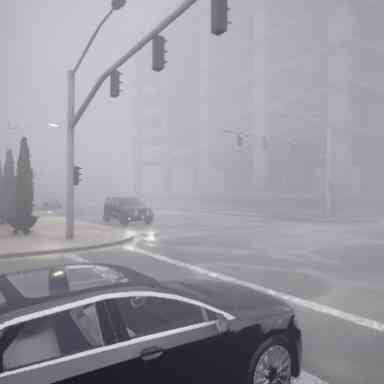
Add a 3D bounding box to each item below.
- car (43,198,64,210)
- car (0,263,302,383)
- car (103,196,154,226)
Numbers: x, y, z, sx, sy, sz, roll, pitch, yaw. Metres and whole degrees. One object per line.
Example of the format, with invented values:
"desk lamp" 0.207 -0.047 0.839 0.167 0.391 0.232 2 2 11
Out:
"car" -18.821 1.622 44.990 1.837 1.490 4.892 1 0 -35
"car" -0.879 1.500 3.271 4.902 1.511 2.128 1 0 -37
"car" -4.970 1.380 25.255 2.150 2.045 5.566 1 0 -35
